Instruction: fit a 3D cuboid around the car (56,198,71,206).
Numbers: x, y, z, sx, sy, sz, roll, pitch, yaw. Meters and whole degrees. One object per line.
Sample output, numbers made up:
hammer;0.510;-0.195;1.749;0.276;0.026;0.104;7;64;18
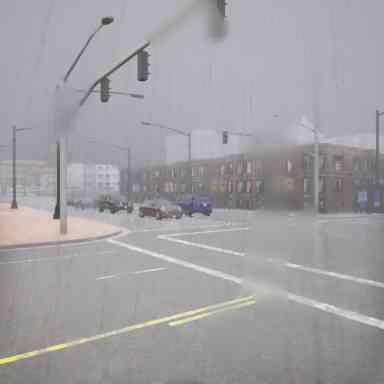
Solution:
car;-20.014;1.564;52.429;1.994;1.385;4.181;0;0;-35

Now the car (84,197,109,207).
car;-14.805;1.547;51.433;2.033;1.411;5.357;0;0;-36

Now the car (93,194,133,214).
car;-8.422;1.221;36.205;2.150;2.045;5.566;0;0;-36

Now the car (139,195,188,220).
car;-2.709;1.352;28.266;2.097;1.767;4.553;0;0;-35

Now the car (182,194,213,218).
car;-0.326;1.221;30.949;2.150;2.045;5.566;0;0;-33

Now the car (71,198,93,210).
car;-14.213;1.526;44.300;1.812;1.442;4.674;0;0;-35
